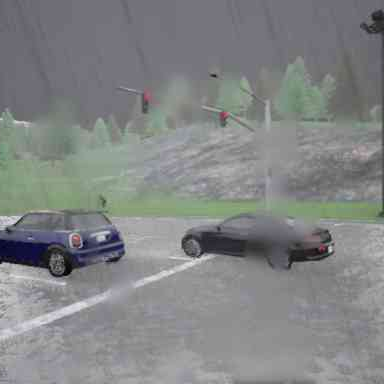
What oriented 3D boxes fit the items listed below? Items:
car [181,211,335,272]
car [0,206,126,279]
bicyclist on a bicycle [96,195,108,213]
[{"bbox_3d":[1.780,1.318,10.028,4.674,1.442,1.812,-1,1,39],"label":"car"},{"bbox_3d":[-4.264,1.295,10.035,4.553,1.767,2.097,-1,1,31],"label":"car"},{"bbox_3d":[-7.657,1.038,28.216,0.582,1.620,1.656,-1,1,23],"label":"bicyclist on a bicycle"}]
